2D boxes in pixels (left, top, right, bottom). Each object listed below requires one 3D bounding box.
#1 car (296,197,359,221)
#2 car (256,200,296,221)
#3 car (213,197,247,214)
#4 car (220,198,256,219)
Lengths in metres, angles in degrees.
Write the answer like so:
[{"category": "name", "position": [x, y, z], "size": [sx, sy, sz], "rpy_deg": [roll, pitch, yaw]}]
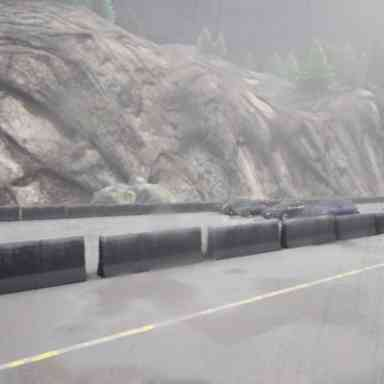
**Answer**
[{"category": "car", "position": [10.011, 1.300, 24.016], "size": [4.553, 1.767, 2.097], "rpy_deg": [0, 0, -35]}, {"category": "car", "position": [7.733, 1.460, 26.693], "size": [4.892, 1.490, 1.837], "rpy_deg": [0, 0, -35]}, {"category": "car", "position": [4.211, 1.308, 32.775], "size": [4.553, 1.767, 2.097], "rpy_deg": [0, 0, -35]}, {"category": "car", "position": [4.924, 1.523, 28.994], "size": [4.181, 1.385, 1.994], "rpy_deg": [0, 0, -35]}]
